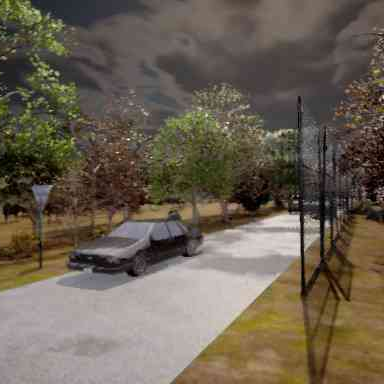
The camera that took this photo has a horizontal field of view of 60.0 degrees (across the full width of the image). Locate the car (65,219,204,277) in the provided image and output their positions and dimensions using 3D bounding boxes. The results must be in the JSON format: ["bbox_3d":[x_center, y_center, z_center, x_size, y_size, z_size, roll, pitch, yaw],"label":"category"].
[{"bbox_3d":[-1.442,1.603,10.826,2.033,1.411,5.357,-1,0,27],"label":"car"}]

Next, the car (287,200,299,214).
[{"bbox_3d":[11.857,1.574,36.449,2.033,1.411,5.357,-1,0,28],"label":"car"}]
